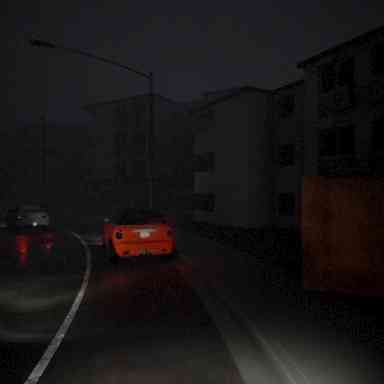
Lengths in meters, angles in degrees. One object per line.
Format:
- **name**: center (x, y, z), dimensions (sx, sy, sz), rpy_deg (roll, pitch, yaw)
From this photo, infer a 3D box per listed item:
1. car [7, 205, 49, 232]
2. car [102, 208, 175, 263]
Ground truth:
- **car**: center (-10.080, 1.525, 20.402), dimensions (1.812, 1.442, 4.674), rpy_deg (0, 0, -35)
- **car**: center (-2.158, 1.353, 12.387), dimensions (2.097, 1.767, 4.553), rpy_deg (0, 0, -19)
